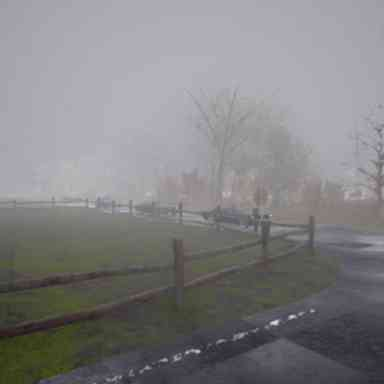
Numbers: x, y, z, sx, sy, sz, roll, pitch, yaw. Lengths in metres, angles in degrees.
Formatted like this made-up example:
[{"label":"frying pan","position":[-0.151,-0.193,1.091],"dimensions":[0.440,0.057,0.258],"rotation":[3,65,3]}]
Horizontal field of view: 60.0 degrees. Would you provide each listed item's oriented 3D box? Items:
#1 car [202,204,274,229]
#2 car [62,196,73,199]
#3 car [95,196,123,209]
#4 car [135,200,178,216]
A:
[{"label":"car","position":[2.725,1.457,20.587],"dimensions":[1.895,1.301,4.718],"rotation":[-1,1,-35]},{"label":"car","position":[-18.181,0.770,50.228],"dimensions":[2.033,1.411,5.357],"rotation":[-1,1,-35]},{"label":"car","position":[-9.479,1.186,37.808],"dimensions":[2.128,1.511,4.902],"rotation":[-1,1,-35]},{"label":"car","position":[-3.070,1.381,28.763],"dimensions":[1.895,1.301,4.718],"rotation":[-1,1,-35]}]
